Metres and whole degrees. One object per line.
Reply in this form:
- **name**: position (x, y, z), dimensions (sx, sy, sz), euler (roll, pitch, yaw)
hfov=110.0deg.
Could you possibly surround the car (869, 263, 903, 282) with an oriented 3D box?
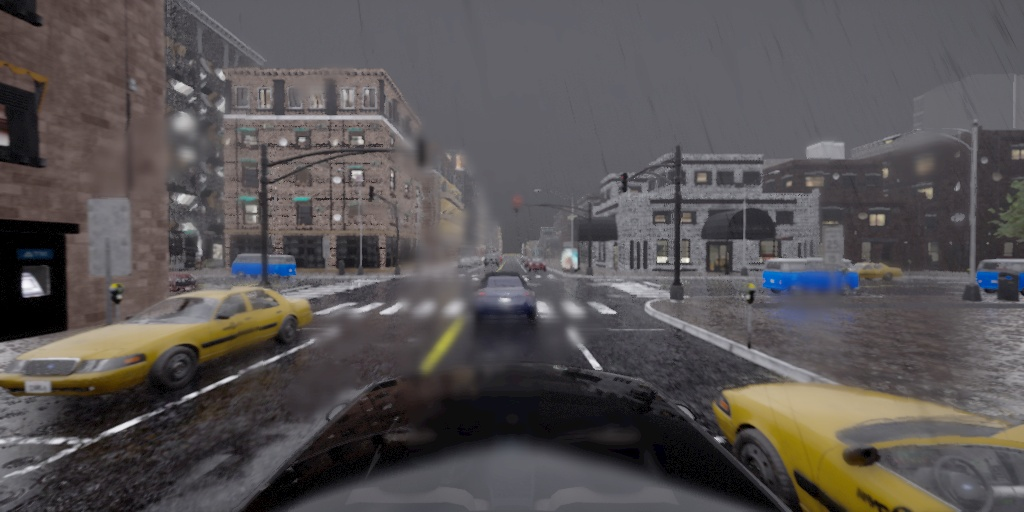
- **car**: position (25.478, 1.093, 26.125), dimensions (4.829, 1.417, 1.751), euler (0, 0, 0)

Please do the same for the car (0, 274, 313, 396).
- **car**: position (-5.693, 1.228, 6.721), dimensions (1.751, 1.417, 4.829), euler (0, 0, 0)

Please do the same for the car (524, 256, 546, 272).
- **car**: position (2.680, 0.861, 39.359), dimensions (1.967, 1.591, 4.097), euler (0, 0, 0)

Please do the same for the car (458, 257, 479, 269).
- **car**: position (-5.702, 0.925, 45.041), dimensions (2.007, 1.370, 4.403), euler (0, 0, 0)

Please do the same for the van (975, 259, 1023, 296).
- **van**: position (25.694, 1.044, 17.748), dimensions (3.998, 1.789, 1.690), euler (0, 0, 0)

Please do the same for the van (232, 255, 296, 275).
- **van**: position (-17.772, 0.815, 25.793), dimensions (3.998, 1.789, 1.690), euler (0, 0, 0)

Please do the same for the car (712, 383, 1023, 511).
- **car**: position (2.690, 1.280, 1.363), dimensions (1.751, 1.417, 4.829), euler (0, 0, 0)

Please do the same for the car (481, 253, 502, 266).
- **car**: position (-3.074, 0.519, 54.818), dimensions (2.150, 2.045, 5.566), euler (0, 0, 0)

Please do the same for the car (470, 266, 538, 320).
- **car**: position (-0.347, 1.219, 12.215), dimensions (1.994, 1.385, 4.181), euler (0, 1, -5)

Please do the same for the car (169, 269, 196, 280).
- **car**: position (-17.727, 1.049, 17.413), dimensions (4.097, 1.591, 1.967), euler (0, 0, 0)

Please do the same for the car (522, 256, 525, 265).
- **car**: position (2.677, 0.912, 50.752), dimensions (1.802, 1.307, 4.207), euler (0, 0, 0)

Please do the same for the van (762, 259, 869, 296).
- **van**: position (14.651, 1.015, 17.662), dimensions (3.998, 1.789, 1.690), euler (0, 0, 0)

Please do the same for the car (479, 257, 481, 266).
- **car**: position (-5.705, 0.835, 56.434), dimensions (2.007, 1.370, 4.403), euler (0, 0, 0)
